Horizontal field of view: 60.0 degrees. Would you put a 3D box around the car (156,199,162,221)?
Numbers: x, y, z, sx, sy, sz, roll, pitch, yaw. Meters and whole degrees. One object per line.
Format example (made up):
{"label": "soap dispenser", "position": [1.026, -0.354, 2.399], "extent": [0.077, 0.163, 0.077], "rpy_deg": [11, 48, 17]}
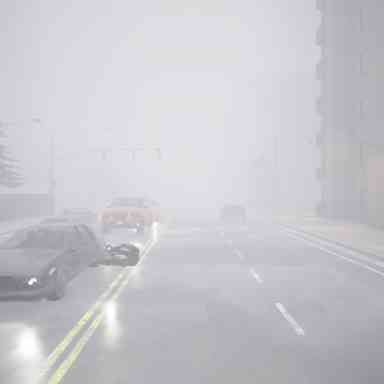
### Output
{"label": "car", "position": [-3.635, 1.352, 27.381], "extent": [2.097, 1.767, 4.553], "rpy_deg": [0, 0, 0]}

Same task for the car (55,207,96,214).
{"label": "car", "position": [-7.162, 1.601, 19.799], "extent": [1.895, 1.301, 4.718], "rpy_deg": [0, 0, 0]}

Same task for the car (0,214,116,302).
{"label": "car", "position": [-3.669, 1.543, 8.633], "extent": [2.033, 1.411, 5.357], "rpy_deg": [0, 0, -1]}

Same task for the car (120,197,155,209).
{"label": "car", "position": [-7.538, 1.478, 45.801], "extent": [5.008, 1.535, 1.882], "rpy_deg": [0, 0, 38]}

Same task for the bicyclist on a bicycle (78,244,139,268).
{"label": "bicyclist on a bicycle", "position": [-1.956, 1.674, 8.579], "extent": [1.620, 0.582, 1.656], "rpy_deg": [-16, -26, 27]}

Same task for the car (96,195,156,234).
{"label": "car", "position": [-3.664, 1.221, 19.566], "extent": [2.150, 2.045, 5.566], "rpy_deg": [0, 0, 0]}

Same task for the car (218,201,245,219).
{"label": "car", "position": [3.358, 1.478, 28.811], "extent": [1.882, 1.535, 5.008], "rpy_deg": [0, 0, 0]}
